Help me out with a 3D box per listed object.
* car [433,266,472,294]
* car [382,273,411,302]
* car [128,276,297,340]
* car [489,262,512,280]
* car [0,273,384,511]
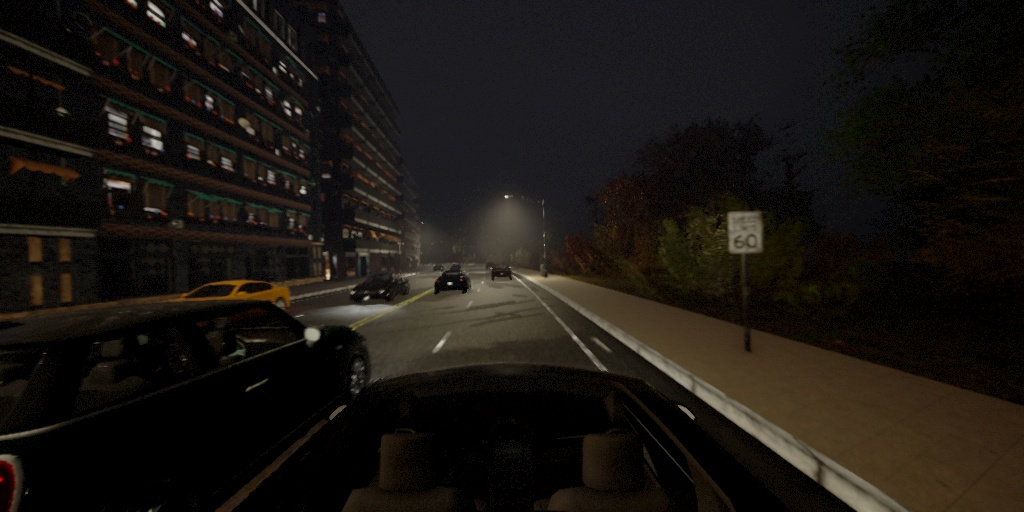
[{"bbox_3d":[-3.704,1.587,22.908,1.994,1.385,4.181,-2,0,-2],"label":"car"},{"bbox_3d":[-7.014,1.647,19.707,2.033,1.411,5.357,-2,0,-2],"label":"car"},{"bbox_3d":[-10.057,1.616,12.758,1.882,1.535,5.008,-2,0,-2],"label":"car"},{"bbox_3d":[-1.088,1.516,35.637,1.882,1.535,5.008,-2,0,-3],"label":"car"},{"bbox_3d":[-3.192,1.213,3.634,2.097,1.767,4.553,-2,0,-1],"label":"car"}]
